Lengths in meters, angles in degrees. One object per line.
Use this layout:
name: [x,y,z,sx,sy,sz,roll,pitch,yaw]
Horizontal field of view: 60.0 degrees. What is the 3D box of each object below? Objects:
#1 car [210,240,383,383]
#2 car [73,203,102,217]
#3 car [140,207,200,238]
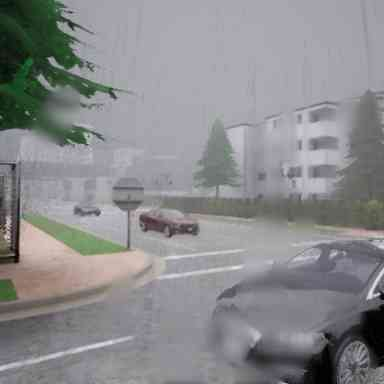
car: [2.551,1.571,5.203,4.902,1.511,2.128,1,-1,-32]
car: [-11.233,1.873,35.442,2.033,1.411,5.357,1,-1,-32]
car: [-1.406,1.706,19.636,1.882,1.535,5.008,1,-1,-32]
